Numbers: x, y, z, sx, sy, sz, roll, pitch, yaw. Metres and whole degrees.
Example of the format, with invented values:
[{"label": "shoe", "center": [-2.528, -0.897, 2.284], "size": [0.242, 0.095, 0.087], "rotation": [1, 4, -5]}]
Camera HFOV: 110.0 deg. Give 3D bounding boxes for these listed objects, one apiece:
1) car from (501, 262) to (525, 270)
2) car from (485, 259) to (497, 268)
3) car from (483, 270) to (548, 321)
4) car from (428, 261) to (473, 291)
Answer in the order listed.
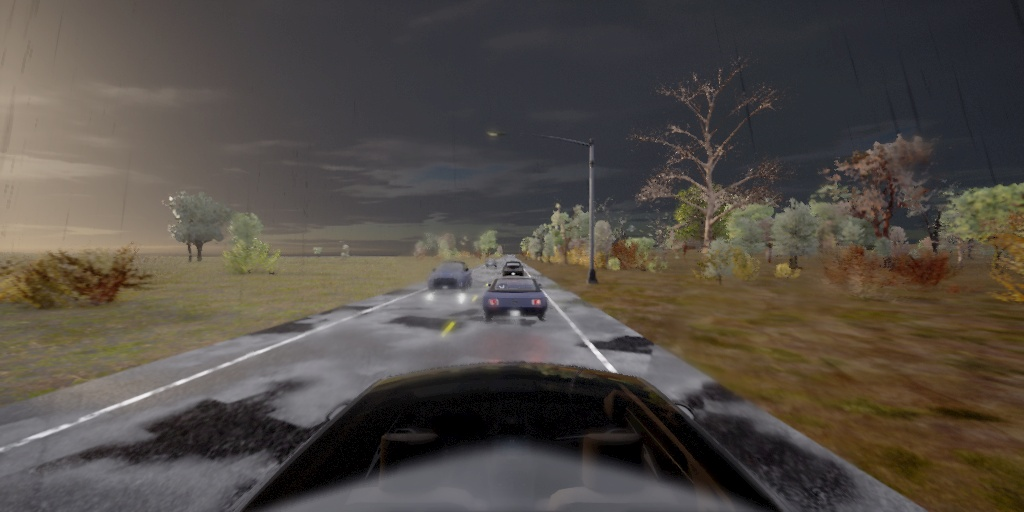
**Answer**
[{"label": "car", "center": [0.106, 1.243, 32.529], "size": [1.837, 1.490, 4.892], "rotation": [0, 0, 0]}, {"label": "car", "center": [-3.539, 1.192, 60.890], "size": [2.128, 1.511, 4.902], "rotation": [0, 0, 1]}, {"label": "car", "center": [0.103, 1.349, 12.425], "size": [1.895, 1.301, 4.718], "rotation": [0, 0, 0]}, {"label": "car", "center": [-3.596, 1.096, 21.520], "size": [2.097, 1.767, 4.553], "rotation": [0, 0, 0]}]
